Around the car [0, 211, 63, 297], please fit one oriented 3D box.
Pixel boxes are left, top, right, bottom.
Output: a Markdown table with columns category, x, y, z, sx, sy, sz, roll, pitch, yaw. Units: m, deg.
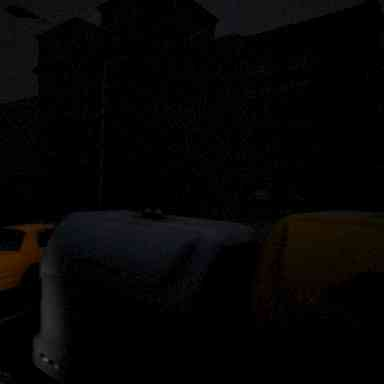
| category | x | y | z | sx | sy | sz | roll | pitch | yaw |
| --- | --- | --- | --- | --- | --- | --- | --- | --- | --- |
| car | -3.758 | 1.435 | 8.577 | 1.946 | 1.575 | 5.366 | 0 | -1 | 17 |

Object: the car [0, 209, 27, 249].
| category | x | y | z | sx | sy | sz | roll | pitch | yaw |
| --- | --- | --- | --- | --- | --- | --- | --- | --- | --- |
| car | -8.610 | 1.430 | 12.068 | 2.002 | 1.452 | 4.674 | 1 | 0 | 17 |

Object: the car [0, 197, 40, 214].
| category | x | y | z | sx | sy | sz | roll | pitch | yaw |
| --- | --- | --- | --- | --- | --- | --- | --- | --- | --- |
| car | -6.208 | 1.165 | 10.265 | 2.435 | 2.045 | 5.566 | 1 | -1 | 17 |
